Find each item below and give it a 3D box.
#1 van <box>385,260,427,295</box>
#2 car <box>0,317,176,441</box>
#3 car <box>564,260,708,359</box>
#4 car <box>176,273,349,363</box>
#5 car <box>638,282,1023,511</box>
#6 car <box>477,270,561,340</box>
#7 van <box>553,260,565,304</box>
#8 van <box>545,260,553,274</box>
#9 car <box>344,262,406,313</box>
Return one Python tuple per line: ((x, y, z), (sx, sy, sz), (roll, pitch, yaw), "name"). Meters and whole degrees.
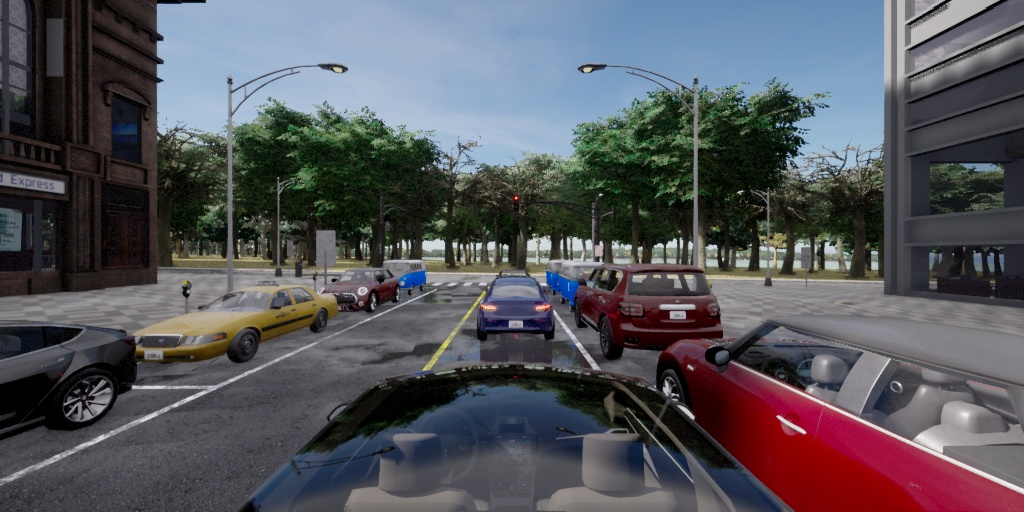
((-5.769, 1.092, 19.225), (1.690, 1.789, 3.998), (0, 0, 0), "van")
((-5.763, 1.316, 2.912), (1.948, 1.339, 4.313), (0, 0, 0), "car")
((2.760, 1.065, 8.353), (2.192, 1.841, 5.009), (0, 0, 0), "car")
((-5.765, 1.275, 8.180), (1.751, 1.417, 4.829), (0, 0, 0), "car")
((2.762, 1.190, 2.915), (1.967, 1.591, 4.097), (0, 0, 0), "car")
((0.095, 1.276, 9.890), (1.812, 1.442, 4.674), (0, 0, 0), "car")
((2.758, 1.091, 13.790), (1.690, 1.789, 3.998), (0, 0, 0), "van")
((2.756, 1.092, 19.228), (1.690, 1.789, 3.998), (0, 0, 0), "van")
((-5.767, 1.190, 13.787), (1.967, 1.591, 4.097), (0, 0, 0), "car")
